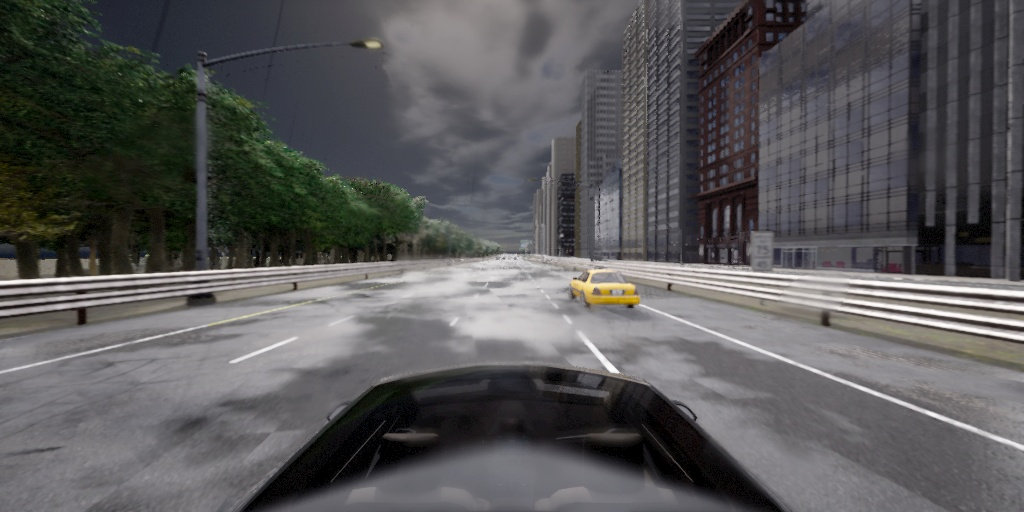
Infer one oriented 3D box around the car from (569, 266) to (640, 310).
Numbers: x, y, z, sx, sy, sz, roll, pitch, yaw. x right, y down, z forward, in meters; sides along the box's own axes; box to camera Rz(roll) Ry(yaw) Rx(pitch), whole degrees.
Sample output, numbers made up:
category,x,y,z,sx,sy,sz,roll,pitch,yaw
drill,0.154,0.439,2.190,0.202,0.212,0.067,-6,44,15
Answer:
category,x,y,z,sx,sy,sz,roll,pitch,yaw
car,3.551,1.204,14.697,1.801,1.575,5.366,0,0,0
